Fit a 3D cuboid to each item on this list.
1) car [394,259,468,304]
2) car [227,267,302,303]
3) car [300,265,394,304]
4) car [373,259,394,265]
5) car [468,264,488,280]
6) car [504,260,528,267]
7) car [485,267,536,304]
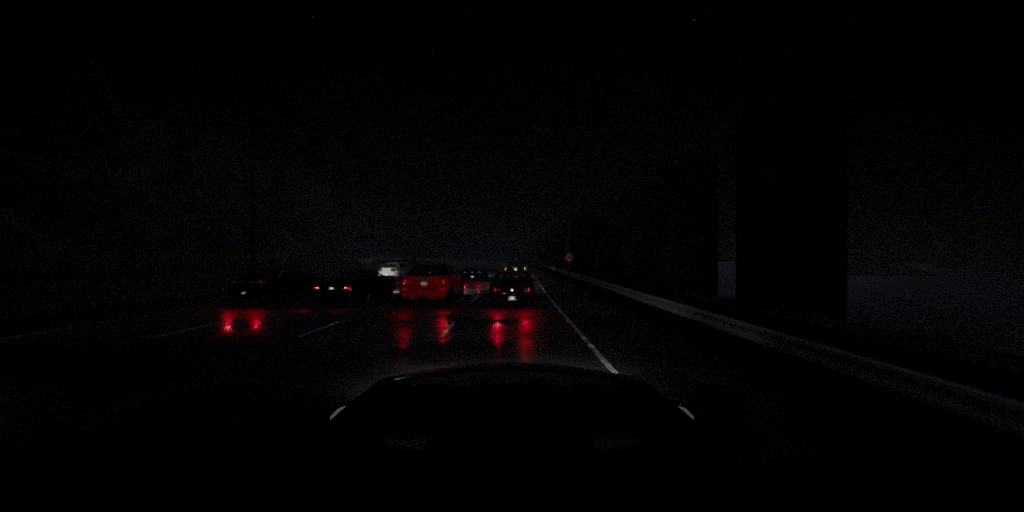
[{"bbox_3d":[-3.474,1.113,16.343,2.097,1.767,4.553,0,0,1],"label":"car"},{"bbox_3d":[-10.473,1.242,16.446,2.128,1.511,4.902,0,0,1],"label":"car"},{"bbox_3d":[-6.974,1.310,16.409,2.033,1.411,5.357,0,0,1],"label":"car"},{"bbox_3d":[-10.161,1.280,31.370,1.812,1.442,4.674,0,0,1],"label":"car"},{"bbox_3d":[-3.162,1.364,31.232,1.895,1.301,4.718,0,0,1],"label":"car"},{"bbox_3d":[0.335,1.114,31.088,2.097,1.767,4.553,0,0,1],"label":"car"},{"bbox_3d":[0.026,1.363,16.367,1.895,1.301,4.718,0,0,1],"label":"car"}]
